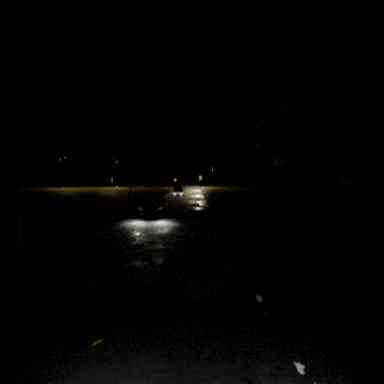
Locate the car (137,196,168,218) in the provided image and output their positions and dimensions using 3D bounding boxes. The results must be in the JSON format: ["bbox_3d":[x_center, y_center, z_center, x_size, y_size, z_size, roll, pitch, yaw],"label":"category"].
[{"bbox_3d":[-2.858,1.024,24.932,1.882,1.535,5.008,0,2,0],"label":"car"}]

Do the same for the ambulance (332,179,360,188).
[{"bbox_3d":[39.393,-2.190,85.491,6.366,2.431,2.351,0,1,0],"label":"ambulance"}]

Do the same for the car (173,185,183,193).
[{"bbox_3d":[-2.751,-0.627,66.423,2.033,1.411,5.357,0,3,0],"label":"car"}]
